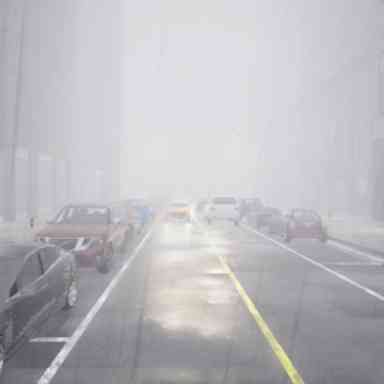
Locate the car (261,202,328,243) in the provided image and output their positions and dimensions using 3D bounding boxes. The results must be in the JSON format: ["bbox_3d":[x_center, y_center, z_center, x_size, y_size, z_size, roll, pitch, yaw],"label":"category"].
[{"bbox_3d":[5.044,1.504,16.551,1.967,1.590,4.097,1,0,-2],"label":"car"}]

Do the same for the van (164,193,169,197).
[{"bbox_3d":[-4.809,1.221,49.998,1.690,1.788,3.998,1,0,-2],"label":"van"}]

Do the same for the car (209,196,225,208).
[{"bbox_3d":[3.707,1.453,50.343,1.967,1.590,4.097,1,0,-2],"label":"car"}]

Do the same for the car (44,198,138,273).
[{"bbox_3d":[-3.249,1.254,10.572,2.192,1.841,5.009,1,0,-2],"label":"car"}]

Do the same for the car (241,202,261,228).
[{"bbox_3d":[4.820,1.621,22.184,1.947,1.339,4.313,1,0,-2],"label":"car"}]

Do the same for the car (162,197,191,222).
[{"bbox_3d":[-1.116,1.436,26.561,1.882,1.535,5.008,1,0,-2],"label":"car"}]

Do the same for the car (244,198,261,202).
[{"bbox_3d":[4.600,1.362,27.816,2.192,1.841,5.009,1,0,-2],"label":"car"}]

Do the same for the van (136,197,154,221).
[{"bbox_3d":[-3.695,1.263,21.837,1.690,1.788,3.998,1,0,-2],"label":"van"}]

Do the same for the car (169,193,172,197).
[{"bbox_3d":[-5.257,1.416,61.263,2.008,1.369,4.403,1,0,-2],"label":"car"}]

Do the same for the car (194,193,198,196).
[{"bbox_3d":[2.145,1.551,89.767,1.802,1.307,4.206,1,0,-2],"label":"car"}]

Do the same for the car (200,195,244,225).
[{"bbox_3d":[2.044,1.233,24.224,2.150,2.045,5.566,1,0,-2],"label":"car"}]

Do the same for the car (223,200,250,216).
[{"bbox_3d":[4.374,1.583,33.448,1.887,1.381,4.507,1,0,-2],"label":"car"}]

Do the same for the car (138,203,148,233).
[{"bbox_3d":[-3.474,1.475,16.205,1.887,1.381,4.507,1,0,-2],"label":"car"}]

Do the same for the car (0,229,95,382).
[{"bbox_3d":[-3.029,1.514,4.940,1.947,1.339,4.313,1,0,-2],"label":"car"}]

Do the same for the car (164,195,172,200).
[{"bbox_3d":[-6.372,1.401,89.424,1.947,1.339,4.313,1,0,-2],"label":"car"}]

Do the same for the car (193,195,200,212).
[{"bbox_3d":[1.433,1.493,39.017,1.837,1.490,4.892,1,0,-2],"label":"car"}]

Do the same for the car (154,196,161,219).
[{"bbox_3d":[-3.919,1.353,27.470,1.967,1.590,4.097,1,0,-2],"label":"car"}]

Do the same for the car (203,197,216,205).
[{"bbox_3d":[3.259,1.564,61.607,1.947,1.339,4.313,1,0,-2],"label":"car"}]

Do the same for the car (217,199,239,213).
[{"bbox_3d":[4.151,1.596,39.080,1.947,1.339,4.313,1,0,-2],"label":"car"}]

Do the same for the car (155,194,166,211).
[{"bbox_3d":[-4.364,1.336,38.734,1.967,1.590,4.097,1,0,-2],"label":"car"}]
